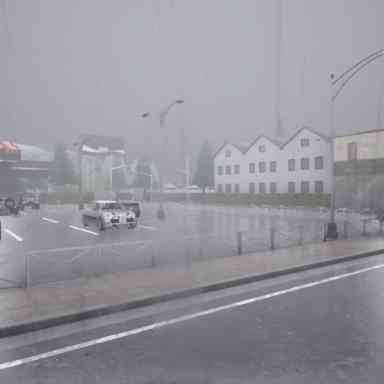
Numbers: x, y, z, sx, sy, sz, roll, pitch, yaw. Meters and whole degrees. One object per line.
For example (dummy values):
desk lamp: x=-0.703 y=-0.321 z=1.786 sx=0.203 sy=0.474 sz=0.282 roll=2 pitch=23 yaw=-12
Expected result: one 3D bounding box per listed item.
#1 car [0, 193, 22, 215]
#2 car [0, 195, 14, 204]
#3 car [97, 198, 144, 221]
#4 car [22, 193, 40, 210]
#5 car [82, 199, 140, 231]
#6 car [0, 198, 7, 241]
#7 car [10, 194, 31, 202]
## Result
car: x=-17.184 y=1.113 z=30.364 sx=1.932 sy=1.855 sz=4.605 roll=0 pitch=0 yaw=-36
car: x=-38.377 y=1.495 z=66.676 sx=4.611 sy=1.667 sz=2.242 roll=0 pitch=0 yaw=-36
car: x=-5.720 y=1.313 z=26.245 sx=2.007 sy=1.523 sz=4.514 roll=0 pitch=0 yaw=-36
car: x=-19.077 y=1.092 z=38.678 sx=1.905 sy=1.878 sz=3.866 roll=0 pitch=0 yaw=-36
car: x=-4.608 y=1.248 z=18.379 sx=1.970 sy=1.475 sz=3.806 roll=0 pitch=0 yaw=-36
car: x=-9.645 y=1.169 z=14.389 sx=2.152 sy=1.636 sz=5.027 roll=0 pitch=0 yaw=-36
car: x=-38.133 y=1.328 z=73.804 sx=3.866 sy=1.878 sz=1.905 roll=0 pitch=0 yaw=-36
